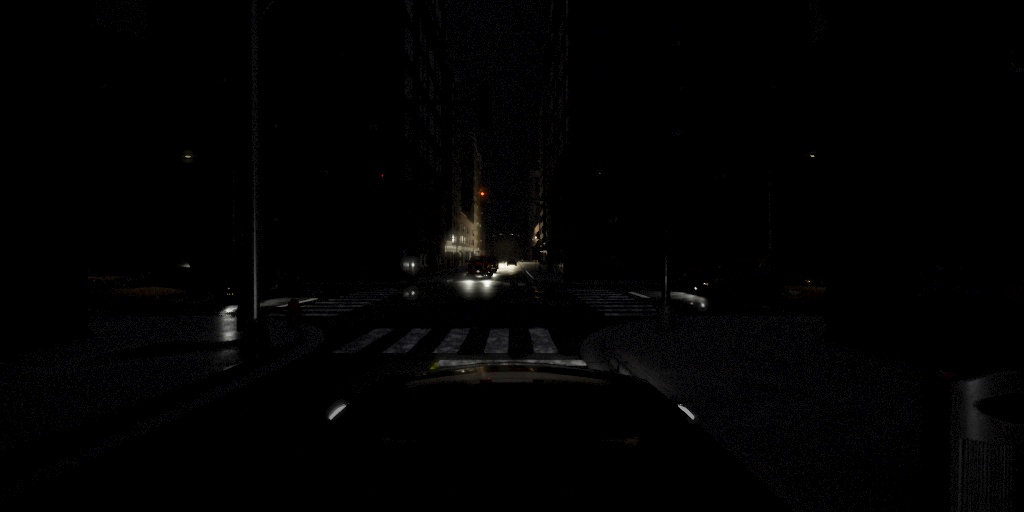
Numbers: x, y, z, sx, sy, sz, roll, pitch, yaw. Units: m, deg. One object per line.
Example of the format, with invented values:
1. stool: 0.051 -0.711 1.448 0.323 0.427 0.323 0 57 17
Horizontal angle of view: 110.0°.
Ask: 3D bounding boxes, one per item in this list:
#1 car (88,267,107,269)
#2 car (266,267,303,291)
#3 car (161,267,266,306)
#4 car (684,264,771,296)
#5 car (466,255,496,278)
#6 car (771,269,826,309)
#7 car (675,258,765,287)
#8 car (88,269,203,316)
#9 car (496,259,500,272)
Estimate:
1. car: -25.395 1.315 20.935 4.313 1.339 1.948 0 0 0
2. car: -14.569 1.307 20.942 4.313 1.339 1.948 0 0 0
3. car: -13.796 1.272 15.461 4.892 1.490 1.837 0 0 1
4. car: 12.134 1.277 18.382 5.357 1.411 2.033 0 0 3
5. car: -2.911 0.963 33.524 2.150 2.045 5.566 0 0 0
6. car: 12.480 1.280 12.933 4.829 1.417 1.751 0 0 0
7. car: 12.314 1.032 20.958 5.009 1.841 2.192 0 0 0
8. car: -14.403 1.304 12.917 4.829 1.417 1.751 0 0 0
9. car: -2.929 0.956 43.913 2.150 2.045 5.566 0 0 0
